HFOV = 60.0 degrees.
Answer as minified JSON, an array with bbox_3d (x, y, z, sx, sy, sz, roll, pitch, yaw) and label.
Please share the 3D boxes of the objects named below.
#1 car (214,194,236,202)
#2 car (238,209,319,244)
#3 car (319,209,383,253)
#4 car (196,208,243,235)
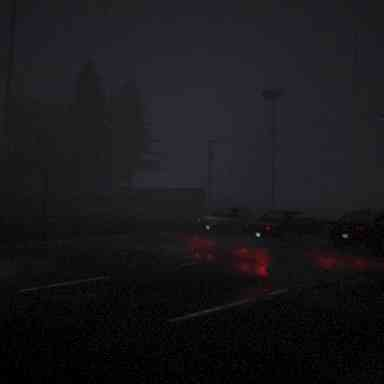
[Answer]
[{"bbox_3d":[6.179,1.196,63.119,2.097,1.767,4.553,0,0,-35],"label":"car"},{"bbox_3d":[4.675,1.553,15.698,4.718,1.301,1.895,0,0,-35],"label":"car"},{"bbox_3d":[7.558,1.426,13.453,5.008,1.535,1.882,0,0,-35],"label":"car"},{"bbox_3d":[2.642,1.553,18.547,4.718,1.301,1.895,0,0,-35],"label":"car"}]
